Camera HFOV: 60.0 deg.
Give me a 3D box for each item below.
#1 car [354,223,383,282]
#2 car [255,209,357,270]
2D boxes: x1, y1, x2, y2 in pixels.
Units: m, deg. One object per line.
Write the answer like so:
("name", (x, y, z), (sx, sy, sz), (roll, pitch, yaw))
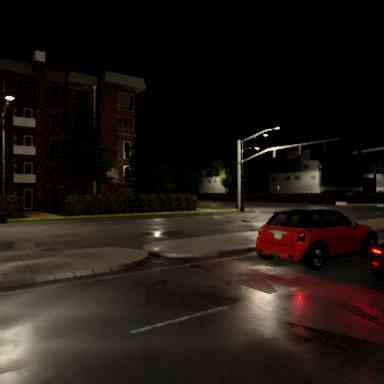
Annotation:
("car", (6.298, 1.523, 8.357), (4.674, 1.442, 1.812), (0, 0, -34))
("car", (4.313, 1.349, 11.232), (4.553, 1.767, 2.097), (0, 0, -35))
